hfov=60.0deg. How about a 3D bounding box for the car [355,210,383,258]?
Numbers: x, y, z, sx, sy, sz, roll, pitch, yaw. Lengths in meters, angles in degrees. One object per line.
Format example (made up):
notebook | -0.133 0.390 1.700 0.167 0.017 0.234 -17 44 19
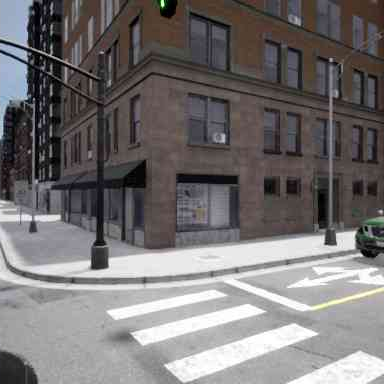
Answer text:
car | 8.069 1.221 11.501 5.566 2.045 2.150 0 0 -32

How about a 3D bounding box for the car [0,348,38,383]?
car | -3.240 1.533 1.523 4.674 1.442 1.812 0 0 -31
